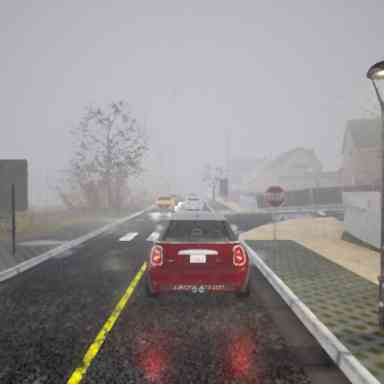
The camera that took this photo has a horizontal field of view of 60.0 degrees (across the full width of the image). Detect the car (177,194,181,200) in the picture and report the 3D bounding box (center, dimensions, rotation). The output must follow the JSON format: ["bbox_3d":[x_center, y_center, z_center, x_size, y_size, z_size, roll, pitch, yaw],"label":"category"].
[{"bbox_3d":[-2.745,1.020,43.790,1.812,1.442,4.674,0,1,0],"label":"car"}]

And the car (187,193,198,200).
[{"bbox_3d":[0.139,0.823,65.494,1.994,1.385,4.181,0,1,0],"label":"car"}]

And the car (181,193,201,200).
[{"bbox_3d":[0.159,1.153,32.032,1.812,1.442,4.674,0,1,0],"label":"car"}]

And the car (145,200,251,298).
[{"bbox_3d":[0.118,1.251,8.393,2.097,1.767,4.553,0,1,0],"label":"car"}]

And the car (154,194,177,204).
[{"bbox_3d":[-2.716,1.086,33.538,1.882,1.535,5.008,0,1,-2],"label":"car"}]
